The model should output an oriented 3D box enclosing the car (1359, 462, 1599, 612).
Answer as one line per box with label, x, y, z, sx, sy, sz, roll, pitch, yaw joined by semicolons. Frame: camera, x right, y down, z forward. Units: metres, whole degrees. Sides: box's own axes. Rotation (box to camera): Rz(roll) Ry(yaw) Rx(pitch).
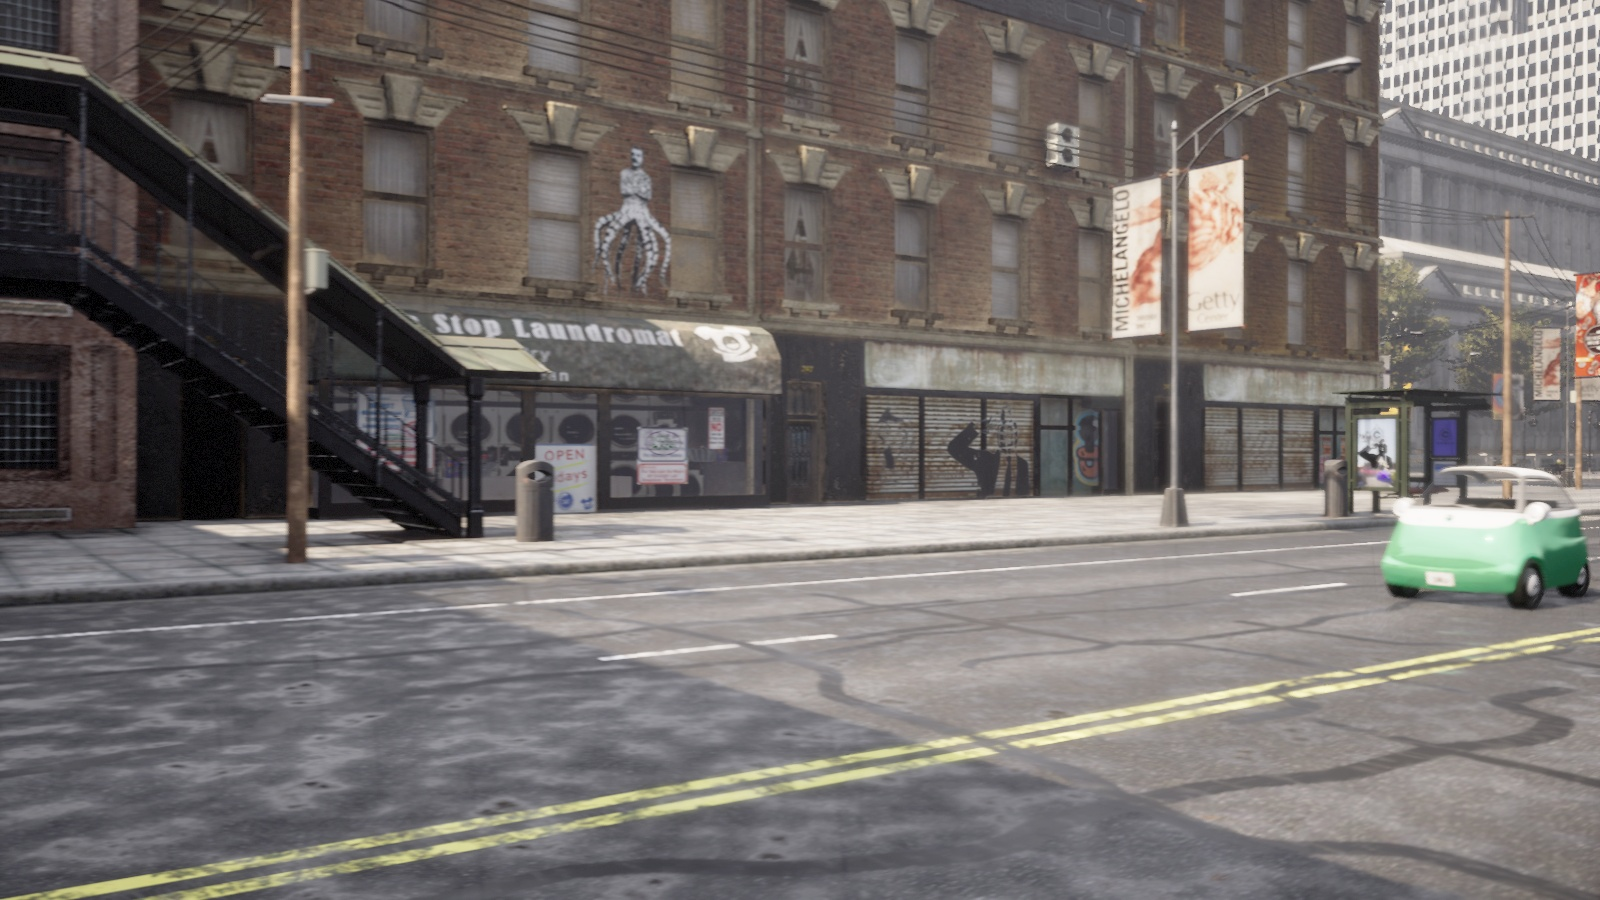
car;7.030;0.814;12.827;2.207;1.376;1.481;0;0;-35
